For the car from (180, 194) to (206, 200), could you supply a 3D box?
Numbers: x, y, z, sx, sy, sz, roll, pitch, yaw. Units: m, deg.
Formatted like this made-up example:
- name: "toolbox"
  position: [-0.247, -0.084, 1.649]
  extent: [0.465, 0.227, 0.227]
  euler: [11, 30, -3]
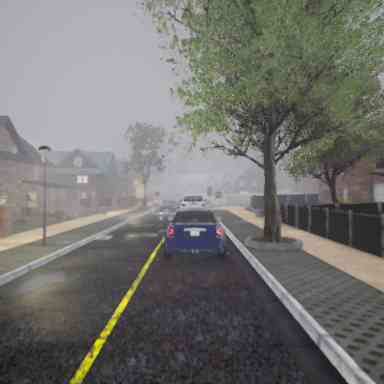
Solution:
- name: "car"
  position: [0.103, 1.210, 29.311]
  extent: [2.150, 2.045, 5.566]
  euler: [0, 0, 0]

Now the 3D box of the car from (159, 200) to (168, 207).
- name: "car"
  position: [-2.747, 1.592, 38.834]
  extent: [2.033, 1.411, 5.357]
  euler: [0, 0, 0]

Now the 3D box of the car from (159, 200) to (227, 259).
- name: "car"
  position: [0.102, 1.348, 12.791]
  extent: [2.097, 1.767, 4.553]
  euler: [0, 0, 0]
